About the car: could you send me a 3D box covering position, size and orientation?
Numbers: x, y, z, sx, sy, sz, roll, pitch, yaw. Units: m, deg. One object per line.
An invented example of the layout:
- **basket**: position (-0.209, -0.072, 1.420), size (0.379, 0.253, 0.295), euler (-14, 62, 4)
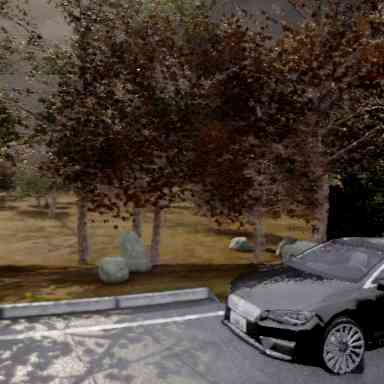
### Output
- **car**: position (2.872, 1.545, 5.498), size (4.902, 1.511, 2.128), euler (2, 0, -24)
